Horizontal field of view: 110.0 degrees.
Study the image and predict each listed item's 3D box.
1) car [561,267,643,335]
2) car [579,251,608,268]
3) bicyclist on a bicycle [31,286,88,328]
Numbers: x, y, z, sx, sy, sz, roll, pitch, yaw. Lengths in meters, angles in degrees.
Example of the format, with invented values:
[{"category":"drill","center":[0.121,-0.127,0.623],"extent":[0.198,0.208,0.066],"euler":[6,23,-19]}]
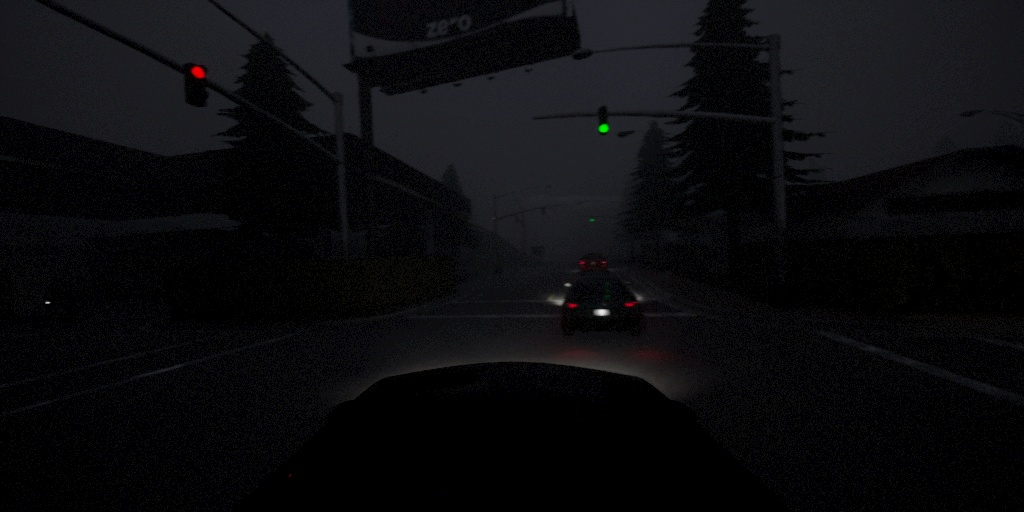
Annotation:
[{"category":"car","center":[2.472,1.231,10.314],"extent":[1.994,1.385,4.181],"euler":[-3,1,11]},{"category":"car","center":[6.434,0.485,28.521],"extent":[2.097,1.767,4.553],"euler":[-2,1,12]},{"category":"bicyclist on a bicycle","center":[-18.879,2.082,14.968],"extent":[0.582,1.620,1.656],"euler":[-2,1,13]}]
